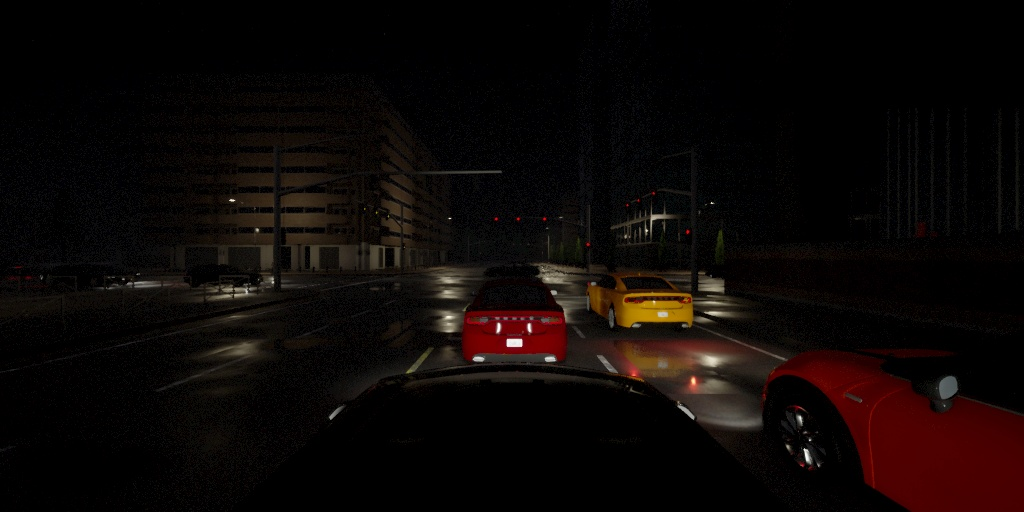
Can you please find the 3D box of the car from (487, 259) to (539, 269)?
[{"bbox_3d":[0.018,1.267,31.317,4.902,1.511,2.128,0,0,0],"label":"car"}]

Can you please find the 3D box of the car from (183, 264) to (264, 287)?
[{"bbox_3d":[-19.431,1.331,24.208,4.674,1.442,1.812,0,0,0],"label":"car"}]

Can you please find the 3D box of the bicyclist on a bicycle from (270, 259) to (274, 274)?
[{"bbox_3d":[-25.540,1.106,38.695,0.582,1.620,1.656,0,0,0],"label":"bicyclist on a bicycle"}]

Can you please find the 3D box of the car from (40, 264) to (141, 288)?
[{"bbox_3d":[-28.670,1.310,24.223,4.892,1.490,1.837,0,0,0],"label":"car"}]

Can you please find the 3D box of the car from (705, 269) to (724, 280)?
[{"bbox_3d":[19.553,1.406,31.245,4.718,1.301,1.895,0,0,0],"label":"car"}]

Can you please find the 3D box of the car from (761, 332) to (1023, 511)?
[{"bbox_3d":[3.600,1.102,1.794,2.097,1.767,4.553,0,0,0],"label":"car"}]

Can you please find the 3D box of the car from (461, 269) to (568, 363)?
[{"bbox_3d":[0.058,1.228,8.164,1.882,1.535,5.008,0,0,0],"label":"car"}]

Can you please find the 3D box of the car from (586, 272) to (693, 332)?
[{"bbox_3d":[3.577,1.228,10.940,1.882,1.535,5.008,0,0,0],"label":"car"}]

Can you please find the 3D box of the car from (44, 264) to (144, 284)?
[{"bbox_3d":[-32.193,1.353,27.737,5.357,1.411,2.033,0,0,0],"label":"car"}]

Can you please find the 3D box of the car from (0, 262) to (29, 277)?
[{"bbox_3d":[-50.350,1.297,34.956,4.902,1.511,2.128,0,0,1],"label":"car"}]
